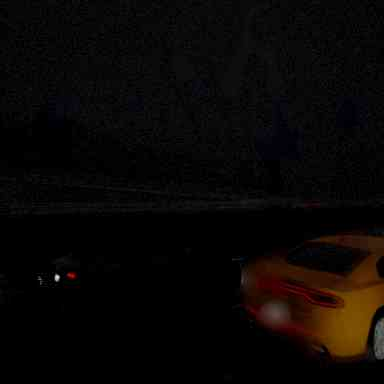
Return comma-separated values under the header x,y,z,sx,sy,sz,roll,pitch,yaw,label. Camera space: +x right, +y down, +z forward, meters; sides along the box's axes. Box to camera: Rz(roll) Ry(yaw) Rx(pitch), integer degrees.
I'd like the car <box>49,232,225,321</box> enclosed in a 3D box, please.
x,y,z,sx,sy,sz,roll,pitch,yaw,label
-0.897,1.593,7.398,4.181,1.385,1.994,1,0,-35,car

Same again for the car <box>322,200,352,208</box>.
x,y,z,sx,sy,sz,roll,pitch,yaw,label
17.307,1.793,37.772,4.892,1.490,1.837,1,0,-35,car

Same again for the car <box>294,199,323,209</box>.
x,y,z,sx,sy,sz,roll,pitch,yaw,label
14.279,1.630,39.910,4.553,1.767,2.097,0,0,-35,car

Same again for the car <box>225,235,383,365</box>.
x,y,z,sx,sy,sz,roll,pitch,yaw,label
3.160,1.528,5.990,5.008,1.535,1.882,1,0,-35,car

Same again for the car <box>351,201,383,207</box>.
x,y,z,sx,sy,sz,roll,pitch,yaw,label
19.338,1.779,34.921,4.902,1.511,2.128,1,0,-35,car
